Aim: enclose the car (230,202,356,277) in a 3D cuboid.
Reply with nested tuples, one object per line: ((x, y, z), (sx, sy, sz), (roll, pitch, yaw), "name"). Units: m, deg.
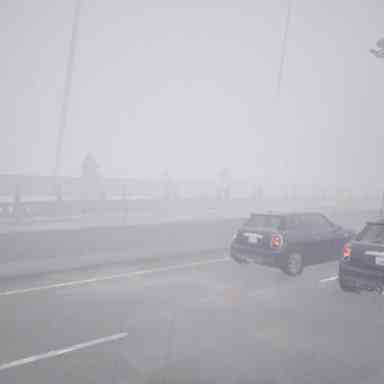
((3.425, 1.351, 10.494), (4.553, 1.767, 2.097), (0, 0, -36), "car")

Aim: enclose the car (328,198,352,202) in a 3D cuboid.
((16.251, 1.462, 37.030), (5.008, 1.535, 1.882), (0, 0, -35), "car")

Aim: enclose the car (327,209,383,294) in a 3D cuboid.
((5.408, 1.351, 7.610), (4.553, 1.767, 2.097), (0, 0, -36), "car")
